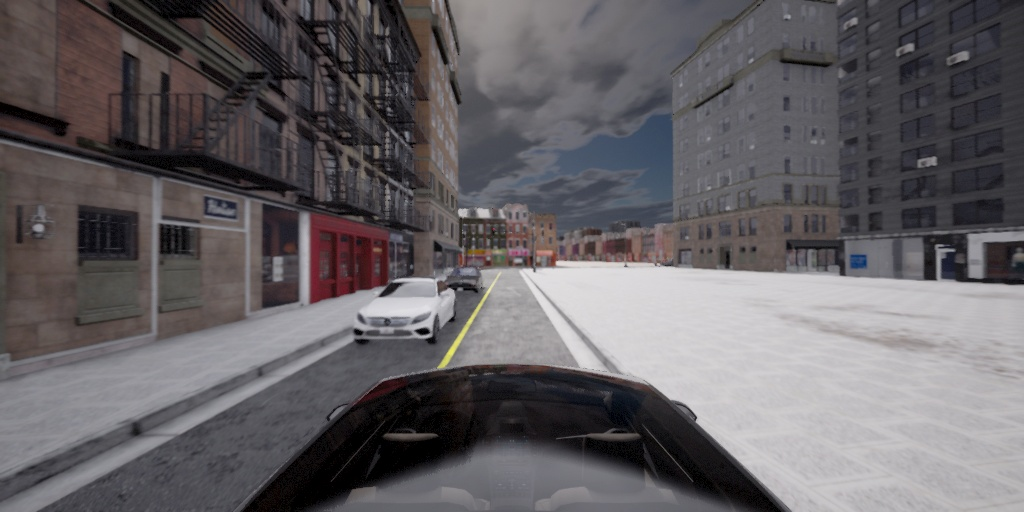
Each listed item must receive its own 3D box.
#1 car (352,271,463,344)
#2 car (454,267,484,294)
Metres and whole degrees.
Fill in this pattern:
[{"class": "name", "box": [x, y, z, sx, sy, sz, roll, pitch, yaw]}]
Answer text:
[{"class": "car", "box": [-2.632, 1.303, 9.821, 1.812, 1.442, 4.674, 0, 0, 0]}, {"class": "car", "box": [-2.688, 1.353, 21.192, 2.033, 1.411, 5.357, 0, 0, 0]}]
